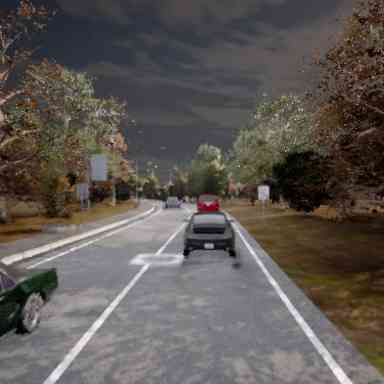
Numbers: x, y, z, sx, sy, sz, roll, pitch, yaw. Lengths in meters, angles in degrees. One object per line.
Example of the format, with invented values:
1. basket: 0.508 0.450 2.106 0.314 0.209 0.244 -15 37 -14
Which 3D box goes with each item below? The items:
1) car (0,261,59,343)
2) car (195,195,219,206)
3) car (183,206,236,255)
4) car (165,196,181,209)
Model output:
1. car: -3.473 1.604 3.999 1.895 1.301 4.718 0 0 2
2. car: 1.547 1.286 33.603 2.150 2.045 5.566 0 0 1
3. car: 0.688 1.523 13.341 1.837 1.490 4.892 0 0 3
4. car: -2.694 1.412 46.427 2.097 1.767 4.553 1 0 -5
